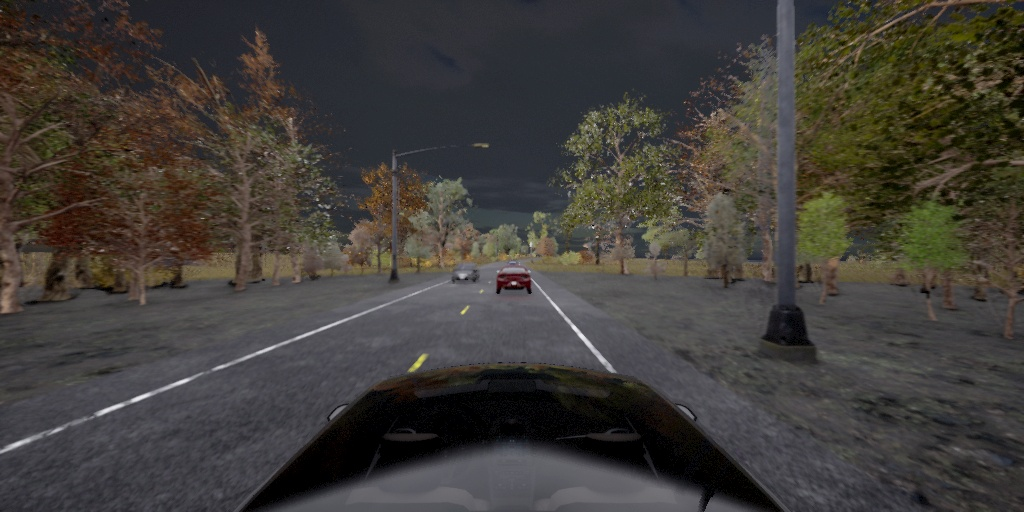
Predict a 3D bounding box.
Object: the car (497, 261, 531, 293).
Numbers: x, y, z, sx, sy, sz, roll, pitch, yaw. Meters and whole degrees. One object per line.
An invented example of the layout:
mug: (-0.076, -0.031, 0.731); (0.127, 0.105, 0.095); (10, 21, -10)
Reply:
car: (0.101, 1.268, 21.229); (1.882, 1.535, 5.008); (0, 0, 0)

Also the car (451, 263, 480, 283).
car: (-3.586, 1.297, 28.417); (2.128, 1.511, 4.902); (0, 0, 0)
